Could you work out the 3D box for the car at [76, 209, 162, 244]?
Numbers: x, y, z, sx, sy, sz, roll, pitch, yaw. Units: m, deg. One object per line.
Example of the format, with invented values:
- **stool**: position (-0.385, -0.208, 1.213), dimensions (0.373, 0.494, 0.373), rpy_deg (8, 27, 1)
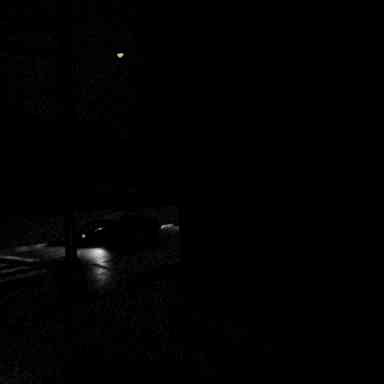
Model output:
- **car**: position (-3.390, 1.576, 16.258), dimensions (1.812, 1.442, 4.674), rpy_deg (-4, -1, 34)
